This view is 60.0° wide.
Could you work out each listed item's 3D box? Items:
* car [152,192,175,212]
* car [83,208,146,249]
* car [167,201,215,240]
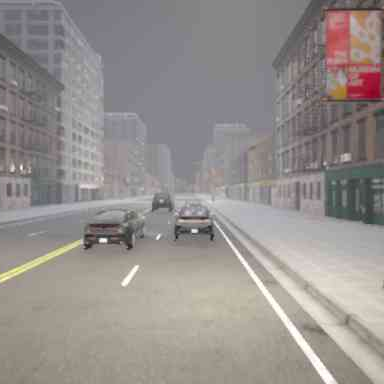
[{"bbox_3d":[-3.151,1.057,36.919,2.150,2.045,5.566,0,0,0],"label":"car"},{"bbox_3d":[-3.147,1.441,14.195,1.837,1.490,4.892,0,1,0],"label":"car"},{"bbox_3d":[0.102,1.418,16.408,2.128,1.511,4.902,0,0,0],"label":"car"}]
